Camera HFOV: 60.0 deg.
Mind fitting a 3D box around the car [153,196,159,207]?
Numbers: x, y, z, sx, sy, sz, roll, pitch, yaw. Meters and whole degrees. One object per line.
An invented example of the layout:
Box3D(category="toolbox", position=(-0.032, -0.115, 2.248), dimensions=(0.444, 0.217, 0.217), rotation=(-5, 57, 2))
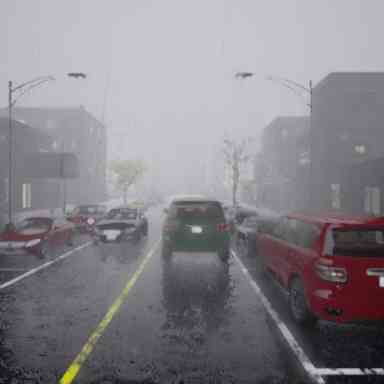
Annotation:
Box3D(category="car", position=(-5.791, 1.523, 47.318), dimensions=(2.008, 1.369, 4.403), rotation=(0, 0, 0))

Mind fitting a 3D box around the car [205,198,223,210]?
Box3D(category="car", position=(2.811, 1.525, 42.688), dimensions=(2.008, 1.369, 4.403), rotation=(0, 0, 0))

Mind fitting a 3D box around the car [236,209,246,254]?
Box3D(category="car", position=(2.701, 1.557, 12.471), dimensions=(1.947, 1.339, 4.313), rotation=(0, 0, 0))

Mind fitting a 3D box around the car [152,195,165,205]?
Box3D(category="car", position=(-5.794, 1.410, 58.137), dimensions=(1.967, 1.590, 4.097), rotation=(0, 0, 0))

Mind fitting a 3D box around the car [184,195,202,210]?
Box3D(category="car", position=(0.112, 1.326, 42.241), dimensions=(2.097, 1.767, 4.553), rotation=(0, 0, 0))

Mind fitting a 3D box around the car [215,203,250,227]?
Box3D(category="car", position=(2.712, 1.529, 23.231), dimensions=(1.887, 1.381, 4.507), rotation=(0, 0, 0))

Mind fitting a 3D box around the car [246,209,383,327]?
Box3D(category="car", position=(2.702, 1.310, 6.938), dimensions=(2.192, 1.841, 5.009), rotation=(0, 0, 0))

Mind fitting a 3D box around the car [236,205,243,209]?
Box3D(category="car", position=(2.703, 1.553, 18.004), dimensions=(1.947, 1.339, 4.313), rotation=(0, 0, 0))

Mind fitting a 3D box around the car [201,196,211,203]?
Box3D(category="car", position=(2.848, 1.512, 68.237), dimensions=(1.887, 1.381, 4.507), rotation=(0, 0, 0))

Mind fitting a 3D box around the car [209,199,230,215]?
Box3D(category="car", position=(2.769, 1.503, 34.467), dimensions=(1.752, 1.417, 4.829), rotation=(0, 0, 0))

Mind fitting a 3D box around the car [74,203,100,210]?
Box3D(category="car", position=(-5.676, 1.428, 18.008), dimensions=(1.967, 1.590, 4.097), rotation=(1, 0, 0))

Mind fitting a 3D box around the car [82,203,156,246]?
Box3D(category="car", position=(-3.095, 1.481, 15.228), dimensions=(2.128, 1.511, 4.902), rotation=(0, 0, 0))

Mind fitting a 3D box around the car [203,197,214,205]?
Box3D(category="car", position=(2.845, 1.551, 59.235), dimensions=(1.802, 1.307, 4.206), rotation=(0, 0, 0))

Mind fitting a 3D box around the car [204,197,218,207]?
Box3D(category="car", position=(2.842, 1.537, 50.233), dimensions=(1.947, 1.339, 4.313), rotation=(0, 0, 0))

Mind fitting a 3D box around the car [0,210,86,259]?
Box3D(category="car", position=(-5.680, 1.573, 12.475), dimensions=(1.802, 1.307, 4.206), rotation=(1, 0, 0))

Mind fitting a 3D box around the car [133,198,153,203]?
Box3D(category="car", position=(-5.741, 1.503, 36.083), dimensions=(1.752, 1.417, 4.829), rotation=(1, 0, 0))

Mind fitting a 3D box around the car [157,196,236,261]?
Box3D(category="car", position=(0.093, 1.213, 12.446), dimensions=(2.150, 2.045, 5.566), rotation=(0, 0, -1))

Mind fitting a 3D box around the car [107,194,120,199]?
Box3D(category="car", position=(-19.971, 1.129, 81.580), dimensions=(4.507, 1.381, 1.887), rotation=(1, -2, 0))
